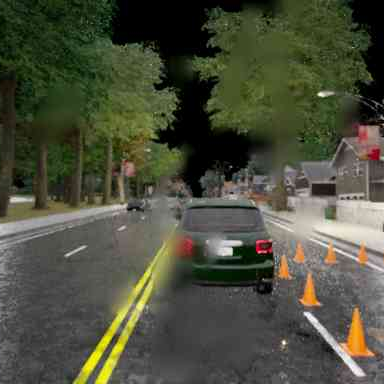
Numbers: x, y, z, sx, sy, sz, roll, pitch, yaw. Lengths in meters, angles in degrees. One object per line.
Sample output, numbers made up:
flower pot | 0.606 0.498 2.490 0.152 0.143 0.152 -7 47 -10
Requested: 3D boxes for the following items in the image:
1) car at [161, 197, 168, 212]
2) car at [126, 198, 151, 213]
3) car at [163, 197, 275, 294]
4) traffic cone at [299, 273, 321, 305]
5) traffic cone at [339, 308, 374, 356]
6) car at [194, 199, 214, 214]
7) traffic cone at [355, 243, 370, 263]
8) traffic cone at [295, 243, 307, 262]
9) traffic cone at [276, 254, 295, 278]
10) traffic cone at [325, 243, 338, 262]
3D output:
car | -2.189 1.318 35.210 2.128 1.511 4.902 0 0 1
car | -5.462 1.353 34.481 2.033 1.411 5.357 0 0 1
car | 0.660 1.180 8.857 2.150 2.045 5.566 0 0 1
traffic cone | 2.377 1.937 6.718 0.340 0.580 0.340 0 0 1
traffic cone | 2.332 1.947 4.719 0.340 0.580 0.340 0 0 1
car | 1.236 1.452 34.402 1.895 1.301 4.718 0 0 1
traffic cone | 5.461 1.937 10.649 0.340 0.580 0.340 0 0 2
traffic cone | 3.466 1.923 10.695 0.340 0.580 0.340 0 0 1
traffic cone | 2.422 1.927 8.718 0.340 0.580 0.340 0 0 1
traffic cone | 4.465 1.930 10.673 0.340 0.580 0.340 0 0 1
